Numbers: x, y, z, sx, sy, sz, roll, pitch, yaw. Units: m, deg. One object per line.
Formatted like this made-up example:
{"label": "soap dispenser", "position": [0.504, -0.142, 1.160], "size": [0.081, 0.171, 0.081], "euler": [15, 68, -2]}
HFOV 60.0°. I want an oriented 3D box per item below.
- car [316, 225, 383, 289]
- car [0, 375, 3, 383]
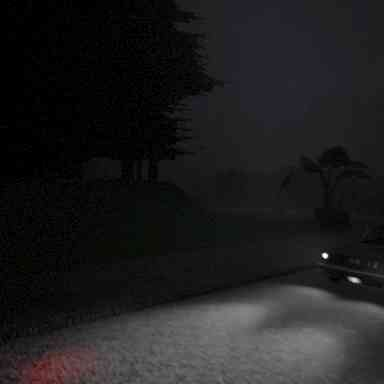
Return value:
{"label": "car", "position": [5.223, 1.526, 8.301], "size": [4.718, 1.301, 1.895], "euler": [-1, 0, -35]}
{"label": "car", "position": [-4.074, 1.568, 1.699], "size": [5.357, 1.411, 2.033], "euler": [-1, 0, -36]}
